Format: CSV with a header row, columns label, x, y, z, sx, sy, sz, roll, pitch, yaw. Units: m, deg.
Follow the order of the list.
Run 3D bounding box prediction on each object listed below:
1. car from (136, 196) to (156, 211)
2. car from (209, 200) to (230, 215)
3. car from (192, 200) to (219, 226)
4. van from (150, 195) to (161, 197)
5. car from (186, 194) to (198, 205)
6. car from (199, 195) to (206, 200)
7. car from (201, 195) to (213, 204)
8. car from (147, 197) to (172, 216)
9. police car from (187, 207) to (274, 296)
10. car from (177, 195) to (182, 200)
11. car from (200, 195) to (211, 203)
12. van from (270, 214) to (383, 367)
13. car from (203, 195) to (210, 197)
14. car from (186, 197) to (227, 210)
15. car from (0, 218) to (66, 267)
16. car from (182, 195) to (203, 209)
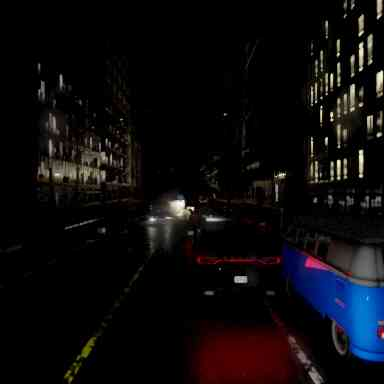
label,x,y,z,sx,sy,sz,roll,pitch,yaw
car,-5.644,1.544,39.806,2.008,1.369,4.403,0,0,0
car,2.730,1.578,34.100,1.802,1.307,4.206,0,0,0
car,0.929,1.453,24.850,1.801,1.575,5.366,0,0,0
van,-5.630,1.324,51.191,1.690,1.788,3.998,0,0,0
car,0.068,1.322,59.392,2.097,1.767,4.553,0,0,0
car,2.796,1.455,91.025,1.887,1.381,4.507,0,0,0
car,2.763,1.405,62.563,1.967,1.590,4.097,0,0,0
car,-3.062,1.522,33.100,1.812,1.442,4.674,0,0,0
police car,0.911,1.424,8.769,1.930,1.638,5.238,0,0,0
car,-2.900,1.396,87.370,1.882,1.535,5.008,0,0,0
car,2.769,1.395,68.255,1.967,1.590,4.097,0,0,0
van,2.698,1.340,5.639,1.690,1.788,3.998,0,0,0
car,2.743,1.540,45.485,2.008,1.369,4.403,0,0,0
car,0.873,1.350,18.622,2.097,1.767,4.553,0,0,0
car,-5.677,1.581,11.343,1.802,1.307,4.206,0,0,0
car,0.060,1.341,45.440,2.097,1.767,4.553,0,0,0
